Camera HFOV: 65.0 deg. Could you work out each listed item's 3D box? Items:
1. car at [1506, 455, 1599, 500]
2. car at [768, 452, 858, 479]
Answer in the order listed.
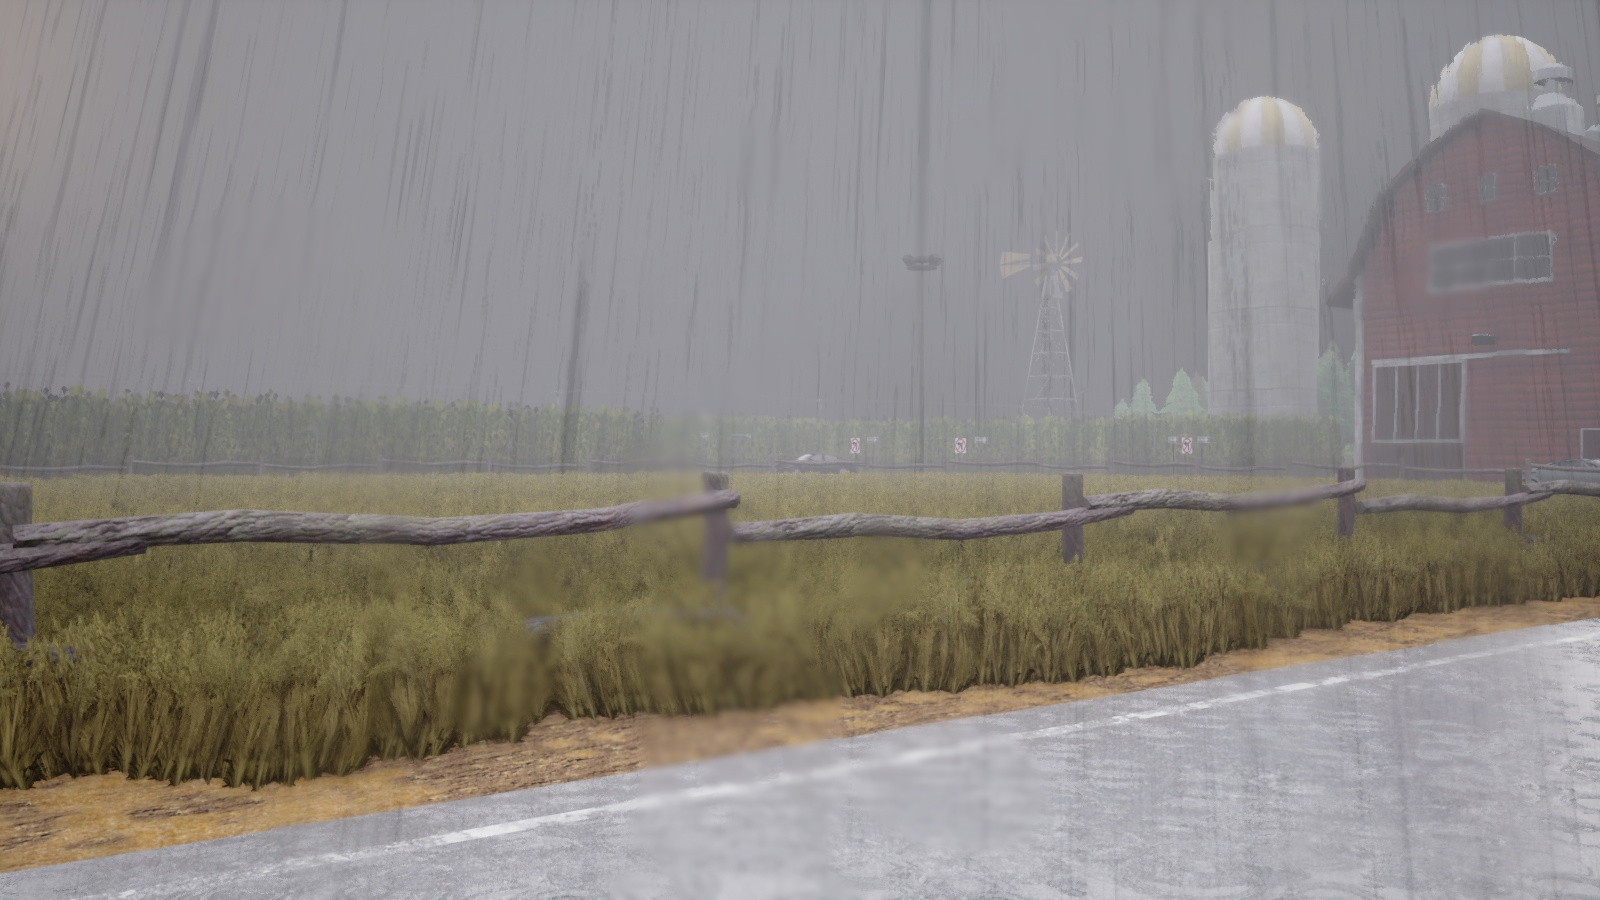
[{"bbox_3d":[24.977,0.853,39.727,1.994,1.385,4.181,0,0,-39],"label":"car"},{"bbox_3d":[0.787,0.903,74.617,5.008,1.535,1.882,0,0,-25],"label":"car"}]
